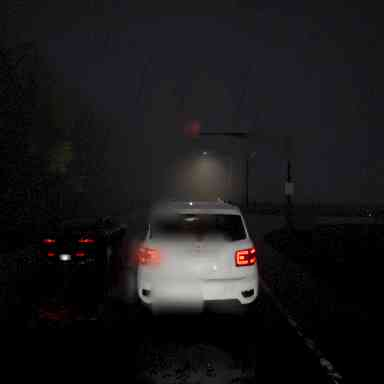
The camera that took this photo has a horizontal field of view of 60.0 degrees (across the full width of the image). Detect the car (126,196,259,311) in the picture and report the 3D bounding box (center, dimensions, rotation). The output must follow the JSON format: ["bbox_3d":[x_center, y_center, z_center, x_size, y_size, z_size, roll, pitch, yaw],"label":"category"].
[{"bbox_3d":[0.102,1.224,7.916,2.150,2.045,5.566,0,0,0],"label":"car"}]

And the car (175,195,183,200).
[{"bbox_3d":[-3.491,1.553,91.613,1.994,1.385,4.181,0,0,0],"label":"car"}]

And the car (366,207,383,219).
[{"bbox_3d":[19.296,1.816,31.081,5.357,1.411,2.033,1,-1,0],"label":"car"}]

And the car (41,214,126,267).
[{"bbox_3d":[-3.399,1.508,11.347,1.837,1.490,4.892,0,0,0],"label":"car"}]
